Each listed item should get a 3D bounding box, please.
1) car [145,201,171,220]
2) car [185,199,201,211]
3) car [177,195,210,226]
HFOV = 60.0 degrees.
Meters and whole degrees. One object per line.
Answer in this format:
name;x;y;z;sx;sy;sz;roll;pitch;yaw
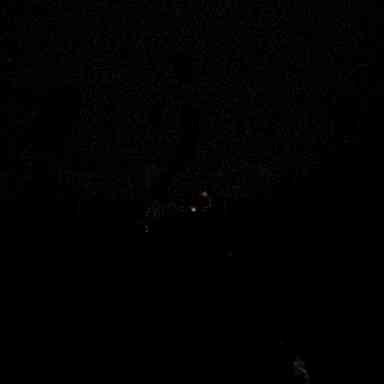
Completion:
car;-2.835;1.524;28.226;1.837;1.490;4.892;0;0;0
car;0.114;1.633;41.317;1.895;1.301;4.718;0;0;0
car;0.108;1.237;23.929;2.150;2.045;5.566;0;0;0
